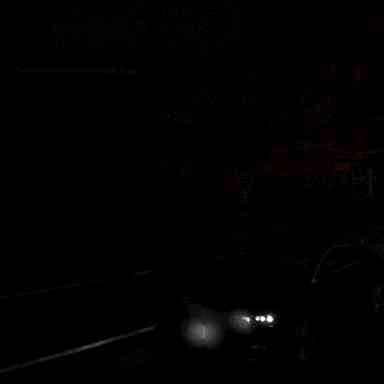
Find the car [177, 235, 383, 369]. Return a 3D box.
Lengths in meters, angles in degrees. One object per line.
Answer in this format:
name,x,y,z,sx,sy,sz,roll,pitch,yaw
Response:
car,1.907,1.591,6.022,4.902,1.511,2.128,1,-1,-44
